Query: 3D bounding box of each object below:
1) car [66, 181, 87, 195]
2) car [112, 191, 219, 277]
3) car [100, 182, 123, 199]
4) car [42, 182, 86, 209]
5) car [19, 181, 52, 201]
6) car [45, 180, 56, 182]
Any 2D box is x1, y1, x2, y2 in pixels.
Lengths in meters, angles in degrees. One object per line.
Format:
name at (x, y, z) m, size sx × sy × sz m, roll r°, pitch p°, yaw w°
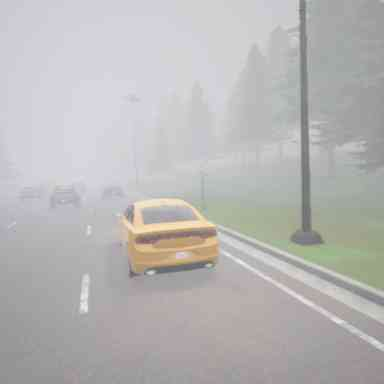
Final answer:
car at (-13.767, -0.527, 39.881) m, size 2.033 × 1.411 × 5.357 m, roll -3°, pitch 4°, yaw -16°
car at (-0.896, 0.922, 8.713) m, size 1.882 × 1.535 × 5.008 m, roll -3°, pitch 4°, yaw -16°
car at (-7.527, -0.227, 31.170) m, size 1.812 × 1.442 × 4.674 m, roll -3°, pitch 4°, yaw -16°
car at (-9.011, 0.267, 23.877) m, size 2.128 × 1.511 × 4.902 m, roll -3°, pitch 4°, yaw -16°
car at (-15.039, 0.052, 31.677) m, size 2.033 × 1.411 × 5.357 m, roll -3°, pitch 4°, yaw -16°
car at (-18.570, -0.778, 43.575) m, size 2.097 × 1.767 × 4.553 m, roll -3°, pitch 4°, yaw -16°
